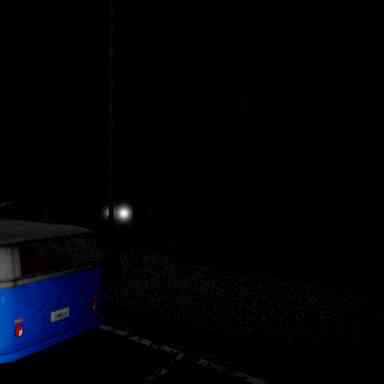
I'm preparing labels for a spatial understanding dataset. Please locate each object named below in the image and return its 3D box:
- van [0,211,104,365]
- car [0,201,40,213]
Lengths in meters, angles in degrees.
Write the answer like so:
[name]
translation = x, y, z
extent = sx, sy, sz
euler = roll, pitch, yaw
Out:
[van]
translation = -3.203, 1.341, 5.361
extent = 3.998, 1.788, 1.690
euler = 0, 0, 36
[car]
translation = -15.416, 1.517, 28.506
extent = 1.812, 1.442, 4.674
euler = 0, 0, 32
